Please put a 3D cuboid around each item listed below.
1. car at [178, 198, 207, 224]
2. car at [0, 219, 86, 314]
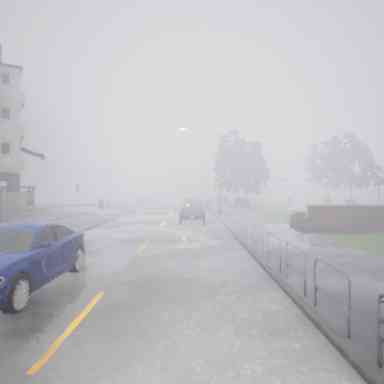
[{"bbox_3d":[0.044,1.416,24.034,2.128,1.511,4.902,0,0,1],"label":"car"},{"bbox_3d":[-4.048,1.453,7.735,1.882,1.535,5.008,0,0,1],"label":"car"}]
